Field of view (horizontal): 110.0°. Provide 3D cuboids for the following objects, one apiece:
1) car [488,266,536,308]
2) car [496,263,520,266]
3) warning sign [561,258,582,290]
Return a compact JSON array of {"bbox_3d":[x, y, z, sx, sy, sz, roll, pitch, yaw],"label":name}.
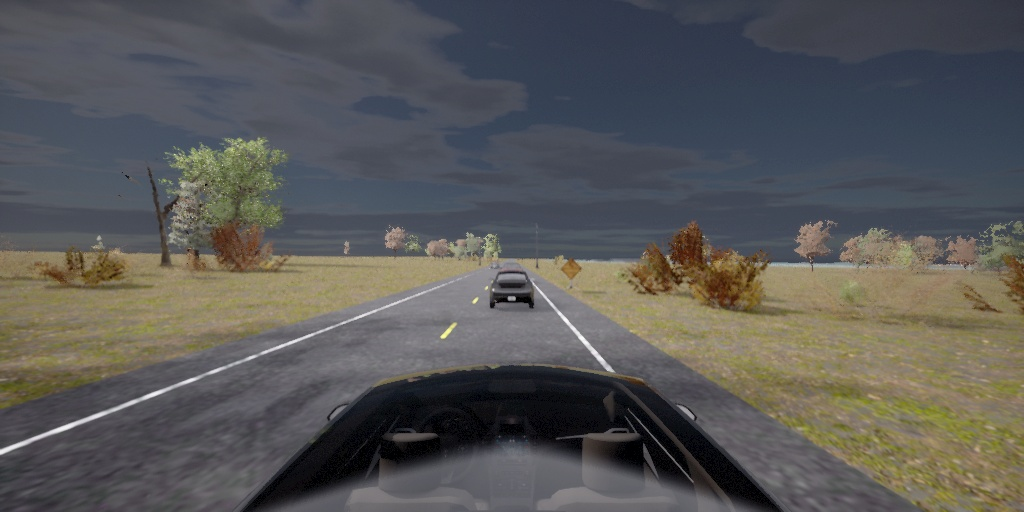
[{"bbox_3d":[0.000,1.391,16.137,1.837,1.490,4.892,0,0,0],"label":"car"},{"bbox_3d":[-0.006,1.372,30.928,2.097,1.767,4.553,0,-1,0],"label":"car"},{"bbox_3d":[3.544,1.048,21.411,1.300,1.860,1.060,0,0,0],"label":"warning sign"}]
